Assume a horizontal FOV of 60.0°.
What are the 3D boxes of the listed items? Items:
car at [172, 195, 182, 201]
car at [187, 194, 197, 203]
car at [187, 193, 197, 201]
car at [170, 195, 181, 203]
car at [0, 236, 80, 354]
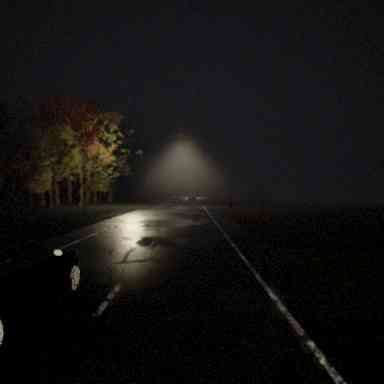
[{"bbox_3d":[-3.486,1.393,78.395,2.033,1.411,5.357,0,0,0],"label":"car"},{"bbox_3d":[0.013,1.496,68.353,2.128,1.511,4.902,0,0,0],"label":"car"},{"bbox_3d":[0.013,1.208,78.363,2.097,1.767,4.553,0,0,0],"label":"car"},{"bbox_3d":[-3.487,1.497,67.971,2.128,1.511,4.902,0,0,0],"label":"car"},{"bbox_3d":[-3.495,1.481,5.696,1.882,1.535,5.008,0,0,0],"label":"car"}]
